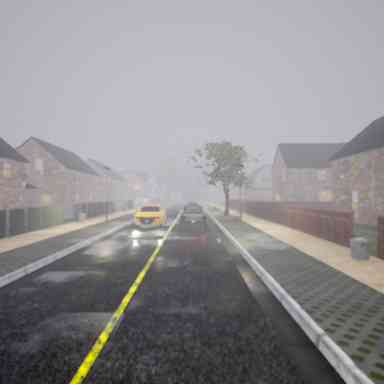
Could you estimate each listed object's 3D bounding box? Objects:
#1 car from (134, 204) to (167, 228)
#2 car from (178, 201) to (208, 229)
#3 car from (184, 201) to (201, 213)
[{"bbox_3d":[-2.866,1.612,23.628,1.882,1.535,5.008,0,-1,0],"label":"car"},{"bbox_3d":[0.083,1.618,22.565,2.128,1.511,4.902,0,0,0],"label":"car"},{"bbox_3d":[0.071,1.858,41.746,1.994,1.385,4.181,0,0,0],"label":"car"}]
